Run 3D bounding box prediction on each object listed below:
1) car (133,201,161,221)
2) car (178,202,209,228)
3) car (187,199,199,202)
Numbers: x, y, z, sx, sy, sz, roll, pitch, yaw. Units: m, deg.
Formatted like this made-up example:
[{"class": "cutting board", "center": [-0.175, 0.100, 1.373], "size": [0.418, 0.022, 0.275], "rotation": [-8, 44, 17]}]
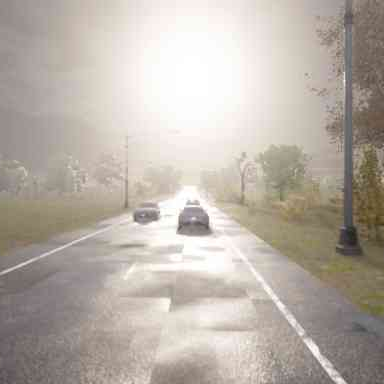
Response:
[{"class": "car", "center": [-3.579, 1.502, 27.019], "size": [1.837, 1.490, 4.892], "rotation": [0, 0, 0]}, {"class": "car", "center": [0.100, 1.562, 21.962], "size": [1.994, 1.385, 4.181], "rotation": [0, 0, 0]}, {"class": "car", "center": [0.102, 1.537, 40.320], "size": [2.033, 1.411, 5.357], "rotation": [0, 0, 0]}]
